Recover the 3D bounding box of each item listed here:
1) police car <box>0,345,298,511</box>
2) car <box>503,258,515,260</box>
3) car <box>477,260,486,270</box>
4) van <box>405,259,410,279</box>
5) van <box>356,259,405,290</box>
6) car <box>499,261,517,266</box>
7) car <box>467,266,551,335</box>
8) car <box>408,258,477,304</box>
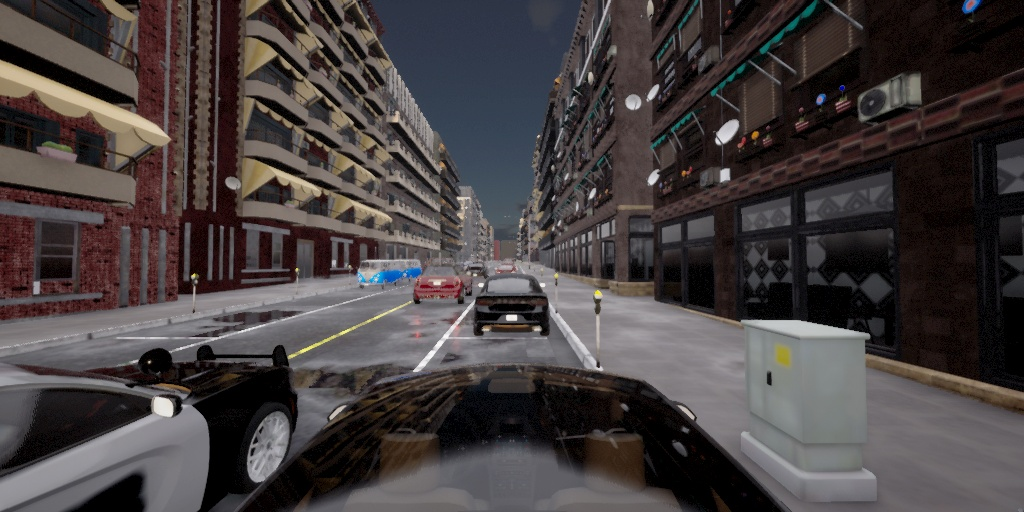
[{"bbox_3d":[-3.020,1.175,1.611,1.930,1.638,5.238,0,0,0],"label":"police car"},{"bbox_3d":[-0.445,1.239,39.134,1.967,1.591,4.097,0,0,0],"label":"car"},{"bbox_3d":[-3.020,1.300,31.641,1.837,1.490,4.892,0,0,0],"label":"car"},{"bbox_3d":[-8.335,1.117,28.134,1.690,1.789,3.998,0,0,0],"label":"van"},{"bbox_3d":[-8.335,1.107,22.603,1.690,1.789,3.998,0,0,0],"label":"van"},{"bbox_3d":[-0.452,1.321,28.073,1.888,1.381,4.507,0,0,0],"label":"car"},{"bbox_3d":[-0.006,1.232,10.503,1.882,1.535,5.008,0,0,0],"label":"car"},{"bbox_3d":[-3.020,1.127,16.607,2.097,1.767,4.553,0,0,0],"label":"car"}]
